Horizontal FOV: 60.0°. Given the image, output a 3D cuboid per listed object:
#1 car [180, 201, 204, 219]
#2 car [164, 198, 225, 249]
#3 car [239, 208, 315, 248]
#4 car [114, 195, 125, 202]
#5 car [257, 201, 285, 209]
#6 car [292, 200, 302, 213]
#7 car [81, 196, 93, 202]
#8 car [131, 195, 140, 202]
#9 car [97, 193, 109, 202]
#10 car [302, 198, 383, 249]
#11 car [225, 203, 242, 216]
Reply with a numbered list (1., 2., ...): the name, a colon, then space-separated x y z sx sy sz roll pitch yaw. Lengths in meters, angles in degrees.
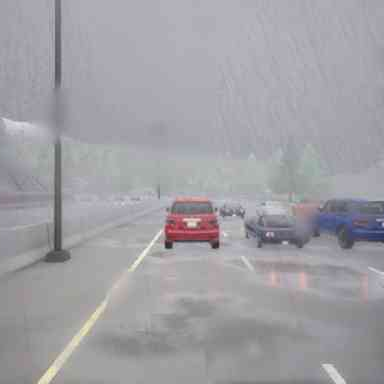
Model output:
1. car: 0.000 1.573 29.650 1.994 1.385 4.181 0 0 0
2. car: 0.000 1.259 14.680 2.150 2.045 5.566 0 0 0
3. car: 3.500 1.617 14.680 1.895 1.301 4.718 0 0 0
4. car: -16.127 1.469 74.025 1.837 1.490 4.892 0 0 -10
5. car: 7.000 1.534 29.650 1.812 1.442 4.674 0 0 0
6. car: 10.500 1.367 29.620 2.097 1.767 4.553 0 0 0
7. car: -22.992 1.505 72.658 1.812 1.442 4.674 0 0 -10
8. car: -12.694 1.441 74.708 1.882 1.535 5.008 0 0 -10
9. car: -19.554 1.200 73.312 2.150 2.045 5.566 0 0 -10
10. car: 7.000 1.259 14.680 2.150 2.045 5.566 0 0 0
11. car: 3.500 1.617 29.680 1.895 1.301 4.718 0 0 0
